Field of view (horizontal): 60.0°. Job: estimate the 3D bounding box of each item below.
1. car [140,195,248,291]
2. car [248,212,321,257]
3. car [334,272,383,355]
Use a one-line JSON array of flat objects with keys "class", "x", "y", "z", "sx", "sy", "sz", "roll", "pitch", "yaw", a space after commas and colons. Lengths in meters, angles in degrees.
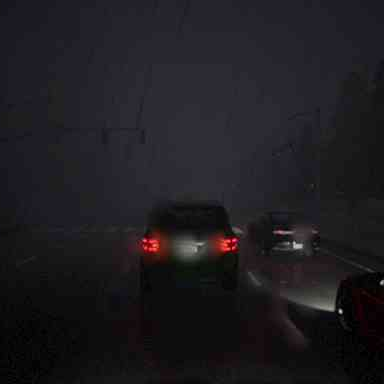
[{"class": "car", "x": -0.093, "y": 1.228, "z": 9.157, "sx": 2.150, "sy": 2.045, "sz": 5.566, "roll": 0, "pitch": 0, "yaw": -1}, {"class": "car", "x": 3.342, "y": 1.500, "z": 12.911, "sx": 2.128, "sy": 1.511, "sz": 4.902, "roll": 0, "pitch": 0, "yaw": 0}, {"class": "car", "x": 3.428, "y": 1.567, "z": 4.003, "sx": 1.994, "sy": 1.385, "sz": 4.181, "roll": 0, "pitch": 0, "yaw": -1}]
